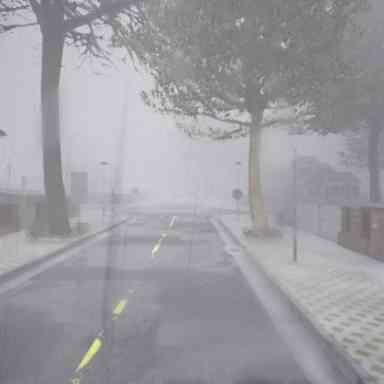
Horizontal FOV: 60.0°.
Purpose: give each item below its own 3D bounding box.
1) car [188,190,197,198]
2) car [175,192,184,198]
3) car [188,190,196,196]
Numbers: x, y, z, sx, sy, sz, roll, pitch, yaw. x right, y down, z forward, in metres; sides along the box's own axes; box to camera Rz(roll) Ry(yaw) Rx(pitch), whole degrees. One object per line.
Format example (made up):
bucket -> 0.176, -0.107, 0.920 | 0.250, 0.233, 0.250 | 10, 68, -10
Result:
car -> 0.023, 0.482, 76.383 | 1.882, 1.535, 5.008 | 0, 1, 0
car -> -2.728, 0.685, 72.417 | 1.895, 1.301, 4.718 | 0, 1, 0
car -> 0.027, 0.183, 86.801 | 1.994, 1.385, 4.181 | 0, 1, 0
